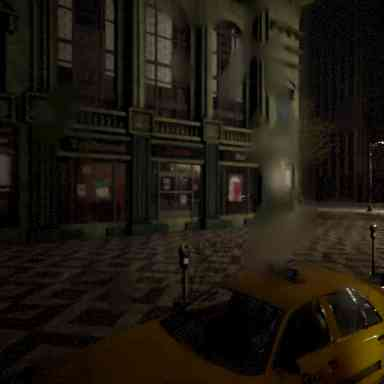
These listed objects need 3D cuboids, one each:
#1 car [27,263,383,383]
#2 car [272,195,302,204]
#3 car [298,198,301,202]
[{"bbox_3d":[0.784,1.506,3.512,4.829,1.417,1.752,0,0,-35],"label":"car"},{"bbox_3d":[17.697,1.385,62.185,2.033,1.411,5.357,0,0,-35],"label":"car"},{"bbox_3d":[16.152,1.402,58.719,2.033,1.411,5.357,0,0,-35],"label":"car"}]
